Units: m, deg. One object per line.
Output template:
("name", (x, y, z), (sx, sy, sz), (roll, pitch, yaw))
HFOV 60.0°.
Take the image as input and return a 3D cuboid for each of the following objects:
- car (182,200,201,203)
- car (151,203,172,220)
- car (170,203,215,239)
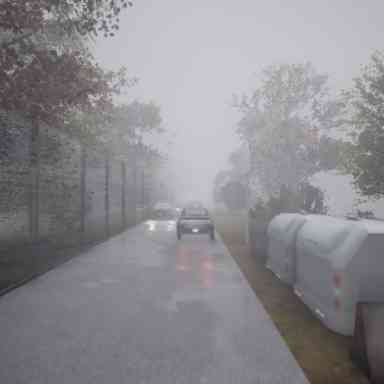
("car", (0.311, 1.691, 36.174), (2.097, 1.767, 4.553), (0, -1, 1))
("car", (-2.680, 1.731, 31.083), (1.882, 1.535, 5.008), (0, -1, 0))
("car", (0.177, 1.577, 17.763), (2.128, 1.511, 4.902), (0, 0, 0))
